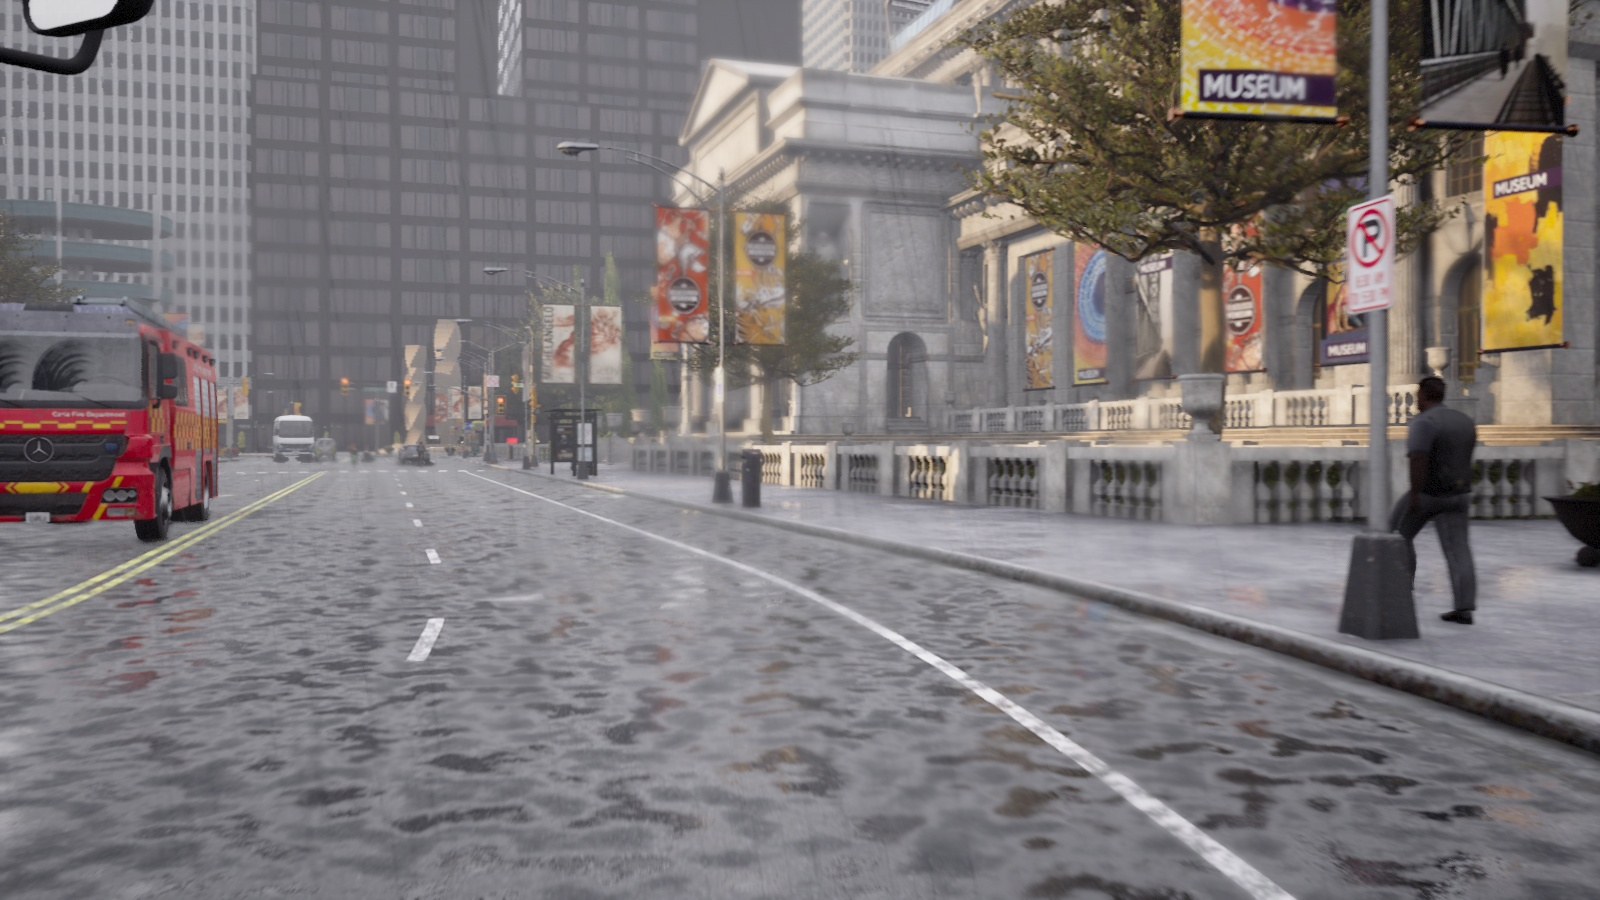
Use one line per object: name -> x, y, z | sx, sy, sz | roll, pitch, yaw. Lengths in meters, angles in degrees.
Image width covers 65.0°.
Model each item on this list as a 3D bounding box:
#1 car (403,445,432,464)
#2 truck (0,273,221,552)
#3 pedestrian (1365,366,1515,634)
car -> -28.357, 0.288, 93.029 | 1.994, 1.385, 4.181 | 0, 0, -18
truck -> -11.962, -0.538, 21.369 | 2.891, 3.827, 8.468 | 0, 0, -18
pedestrian -> 4.715, 0.350, 9.292 | 0.563, 1.883, 0.849 | 0, 0, -16
